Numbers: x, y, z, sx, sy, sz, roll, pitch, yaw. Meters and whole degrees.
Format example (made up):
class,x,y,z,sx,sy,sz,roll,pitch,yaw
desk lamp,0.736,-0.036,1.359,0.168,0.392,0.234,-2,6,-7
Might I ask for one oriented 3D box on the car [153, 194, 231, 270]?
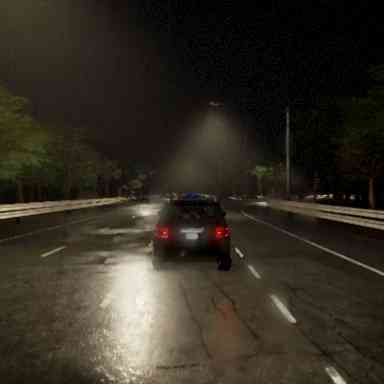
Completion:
class,x,y,z,sx,sy,sz,roll,pitch,yaw
car,0.002,1.225,11.128,2.150,2.045,5.566,0,0,0

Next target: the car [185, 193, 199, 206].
class,x,y,z,sx,sy,sz,roll,pitch,yaw
car,0.010,1.239,55.885,2.150,2.045,5.566,0,0,0

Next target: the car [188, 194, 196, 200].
class,x,y,z,sx,sy,sz,roll,pitch,yaw
car,0.015,1.432,94.042,2.097,1.767,4.553,0,0,0
